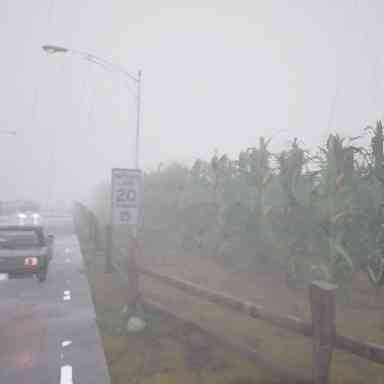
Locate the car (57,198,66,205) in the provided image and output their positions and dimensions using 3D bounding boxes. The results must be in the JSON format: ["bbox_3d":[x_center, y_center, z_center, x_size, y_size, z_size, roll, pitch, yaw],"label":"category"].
[{"bbox_3d":[-31.150,2.201,79.224,1.837,1.490,4.892,2,-2,-21],"label":"car"}]

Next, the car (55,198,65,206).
[{"bbox_3d":[-27.495,2.216,69.463,2.128,1.511,4.902,2,-2,-21],"label":"car"}]

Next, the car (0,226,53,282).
[{"bbox_3d":[-5.006,1.611,9.466,1.895,1.301,4.718,2,-1,-20],"label":"car"}]

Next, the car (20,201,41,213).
[{"bbox_3d":[-19.381,1.804,39.990,1.895,1.301,4.718,2,-1,-21],"label":"car"}]
